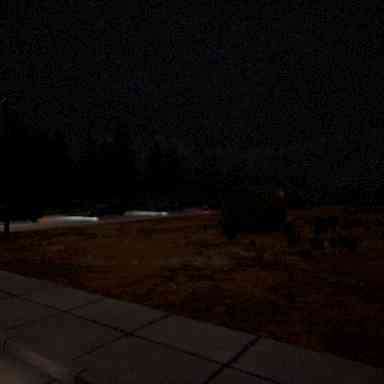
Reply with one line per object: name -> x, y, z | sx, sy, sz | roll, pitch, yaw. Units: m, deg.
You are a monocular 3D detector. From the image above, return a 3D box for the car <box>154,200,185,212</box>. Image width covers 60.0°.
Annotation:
car -> -2.925, 1.817, 44.223 | 1.882, 1.535, 5.008 | -1, 0, 37

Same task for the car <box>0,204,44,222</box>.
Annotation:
car -> -15.062, 1.822, 27.839 | 1.882, 1.535, 5.008 | -1, 0, 36

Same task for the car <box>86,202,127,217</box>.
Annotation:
car -> -9.139, 1.868, 35.836 | 1.812, 1.442, 4.674 | -1, 0, 37

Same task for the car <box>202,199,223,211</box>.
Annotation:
car -> 3.320, 1.802, 46.467 | 1.837, 1.490, 4.892 | -1, 0, 36
